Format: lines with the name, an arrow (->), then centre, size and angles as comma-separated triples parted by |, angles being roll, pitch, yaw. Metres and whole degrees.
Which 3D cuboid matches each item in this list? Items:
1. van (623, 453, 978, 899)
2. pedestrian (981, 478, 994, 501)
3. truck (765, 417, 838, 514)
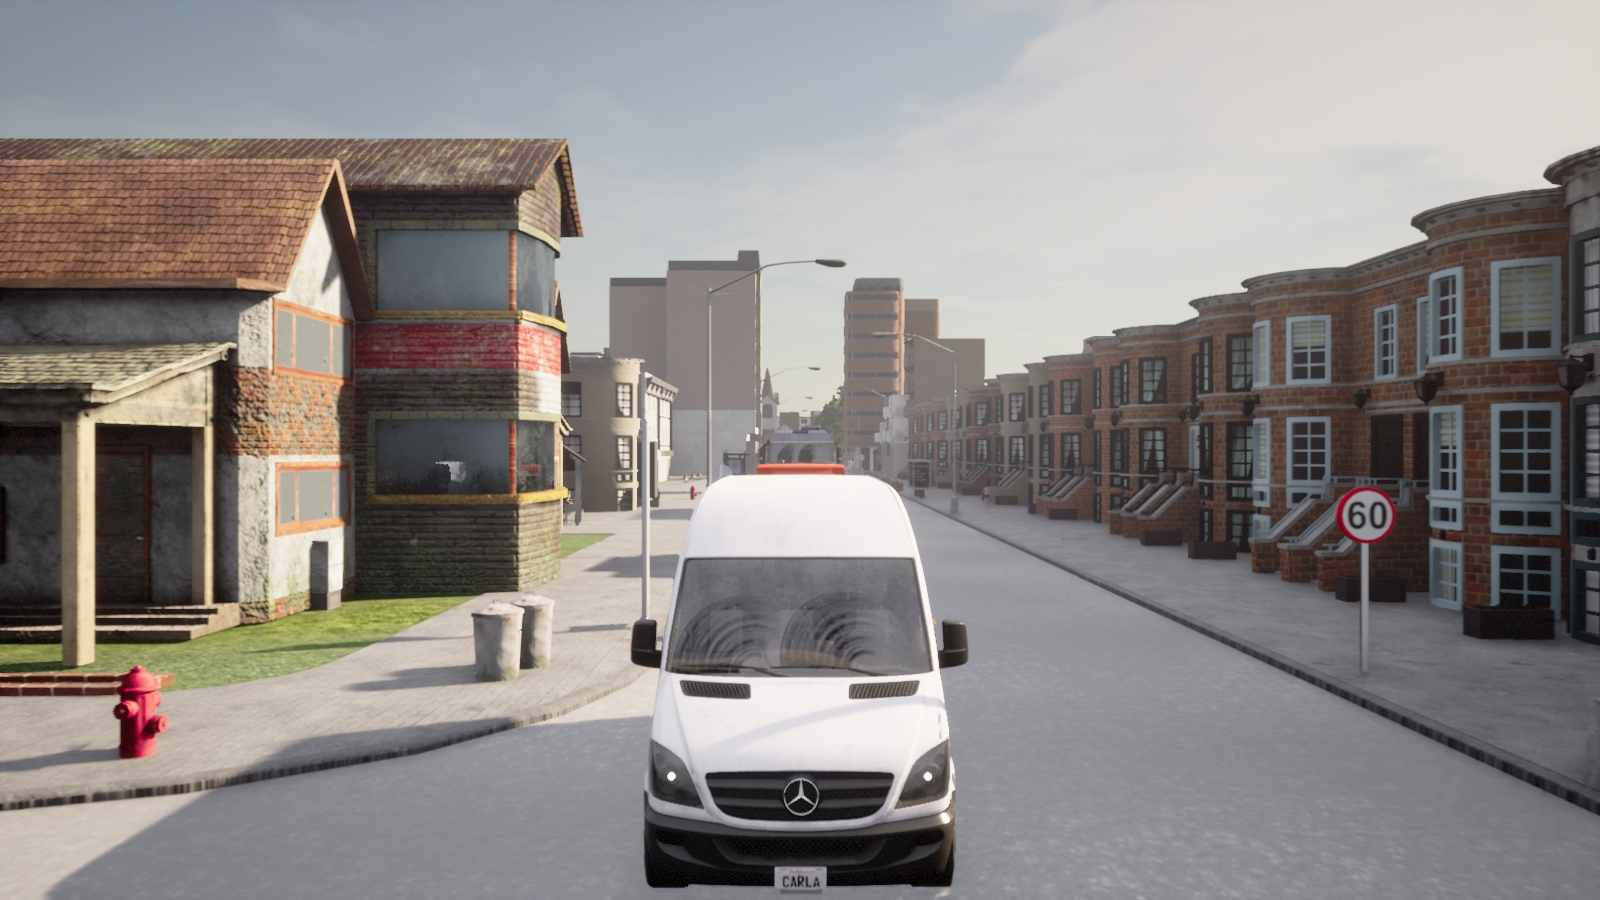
van -> 0.004, 1.314, 9.356 | 1.988, 2.561, 5.915 | 0, 0, 0
pedestrian -> 9.109, 1.904, 55.580 | 0.500, 1.100, 0.500 | 0, 0, -7
truck -> 0.030, 0.665, 49.412 | 2.891, 3.827, 8.468 | 0, -1, 0
